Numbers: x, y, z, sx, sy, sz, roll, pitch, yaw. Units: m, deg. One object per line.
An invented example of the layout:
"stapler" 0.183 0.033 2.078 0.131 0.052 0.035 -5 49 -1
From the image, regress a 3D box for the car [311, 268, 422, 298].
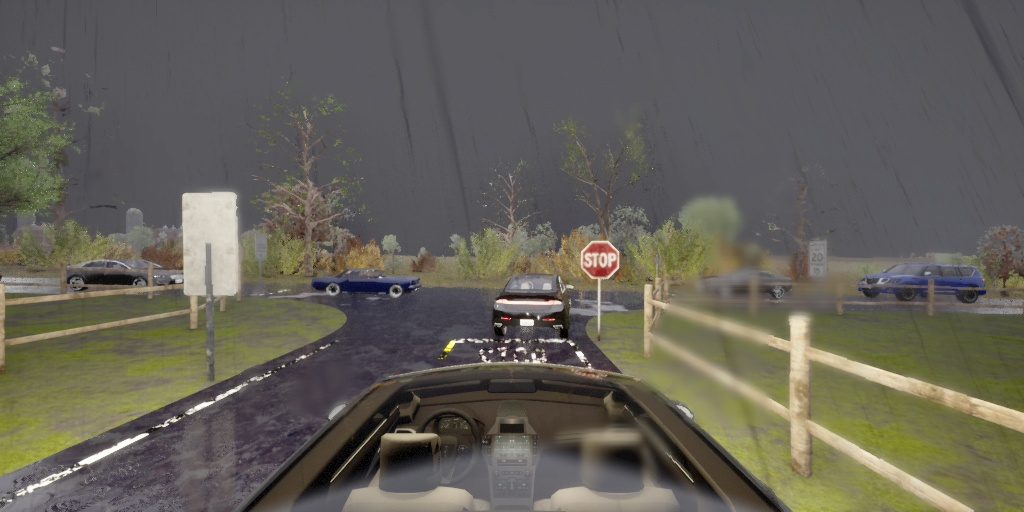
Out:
"car" -6.812 1.248 17.242 4.718 1.301 1.895 1 1 0

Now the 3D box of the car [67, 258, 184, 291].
"car" -18.480 0.885 17.267 4.902 1.511 2.128 1 1 0

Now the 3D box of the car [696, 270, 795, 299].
"car" 13.015 1.525 20.156 4.902 1.511 2.128 1 1 0

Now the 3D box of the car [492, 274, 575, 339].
"car" 0.712 1.240 10.206 2.128 1.511 4.902 0 0 9

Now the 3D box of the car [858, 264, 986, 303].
"car" 22.911 1.466 20.138 5.566 2.045 2.150 1 1 0

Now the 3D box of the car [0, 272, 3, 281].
"car" -27.784 0.717 17.280 4.674 1.442 1.812 1 1 0
